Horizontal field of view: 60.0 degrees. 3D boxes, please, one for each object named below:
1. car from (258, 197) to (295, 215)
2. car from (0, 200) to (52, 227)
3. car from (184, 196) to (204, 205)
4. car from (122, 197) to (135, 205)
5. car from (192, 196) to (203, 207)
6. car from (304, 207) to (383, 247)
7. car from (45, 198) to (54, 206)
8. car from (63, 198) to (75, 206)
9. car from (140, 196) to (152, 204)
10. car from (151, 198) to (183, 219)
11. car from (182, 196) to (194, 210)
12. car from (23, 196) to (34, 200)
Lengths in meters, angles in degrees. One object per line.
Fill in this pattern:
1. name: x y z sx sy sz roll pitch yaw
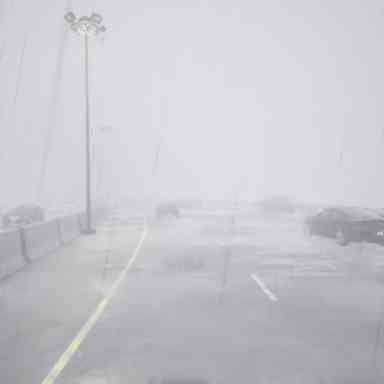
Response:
1. car: 7.945 1.231 31.885 2.097 1.767 4.553 -1 0 -10
2. car: -12.461 1.669 24.929 2.128 1.511 4.902 -1 0 -9
3. car: 0.341 1.476 60.801 2.128 1.511 4.902 -1 0 -21
4. car: -12.358 1.658 64.396 2.128 1.511 4.902 -1 0 -23
5. car: -0.080 1.344 50.728 2.097 1.767 4.553 -1 0 -17
6. car: 6.678 1.378 14.669 1.882 1.535 5.008 0 0 -5
7. car: -27.160 1.871 63.085 2.033 1.411 5.357 -1 0 -23
8. car: -23.661 1.843 63.810 1.994 1.385 4.181 -1 0 -23
9. car: -8.776 1.594 64.784 1.882 1.535 5.008 0 0 -22
10. car: -2.308 1.531 29.707 1.837 1.490 4.892 0 -1 -11
11. car: -1.588 1.541 42.843 1.812 1.442 4.674 -1 0 -15
12. car: -31.000 1.577 63.081 1.812 1.442 4.674 -1 0 -25
